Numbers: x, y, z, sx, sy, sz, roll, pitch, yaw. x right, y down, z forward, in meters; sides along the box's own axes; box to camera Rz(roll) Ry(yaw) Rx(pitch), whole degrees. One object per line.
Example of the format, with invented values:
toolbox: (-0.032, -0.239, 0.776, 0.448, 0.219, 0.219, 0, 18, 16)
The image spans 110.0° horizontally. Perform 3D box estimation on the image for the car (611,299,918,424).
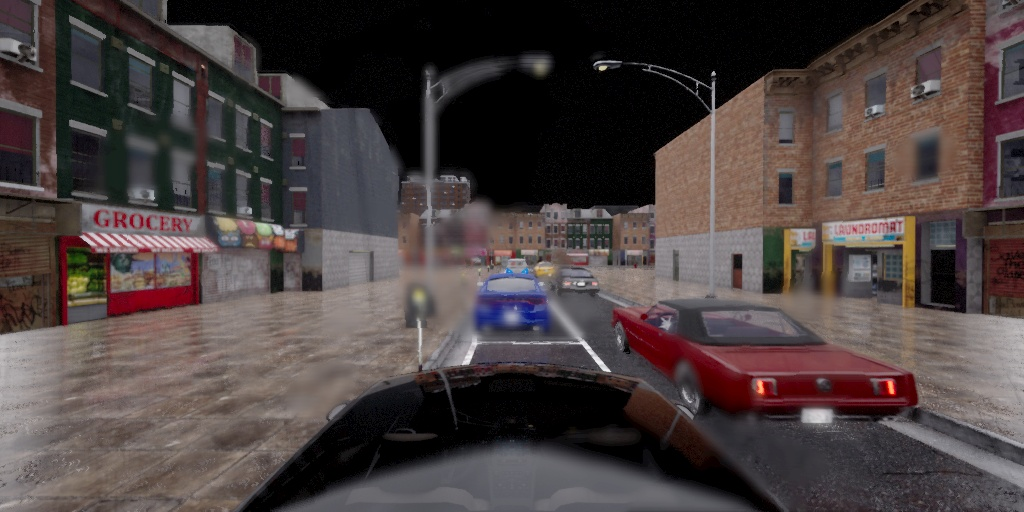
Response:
car: (3.120, 1.350, 5.867, 1.895, 1.301, 4.718, 0, 0, 0)

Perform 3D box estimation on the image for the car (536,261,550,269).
car: (3.023, 1.213, 33.444, 1.801, 1.575, 5.366, 0, 0, 0)

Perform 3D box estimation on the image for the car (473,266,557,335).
car: (0.006, 1.227, 10.501, 1.882, 1.535, 5.008, 0, 0, 0)

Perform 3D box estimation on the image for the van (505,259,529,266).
van: (0.382, 1.095, 27.349, 1.690, 1.789, 3.998, 0, 0, 0)

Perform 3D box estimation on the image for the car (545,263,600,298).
car: (3.122, 1.298, 18.577, 2.033, 1.411, 5.357, 0, 0, 0)
